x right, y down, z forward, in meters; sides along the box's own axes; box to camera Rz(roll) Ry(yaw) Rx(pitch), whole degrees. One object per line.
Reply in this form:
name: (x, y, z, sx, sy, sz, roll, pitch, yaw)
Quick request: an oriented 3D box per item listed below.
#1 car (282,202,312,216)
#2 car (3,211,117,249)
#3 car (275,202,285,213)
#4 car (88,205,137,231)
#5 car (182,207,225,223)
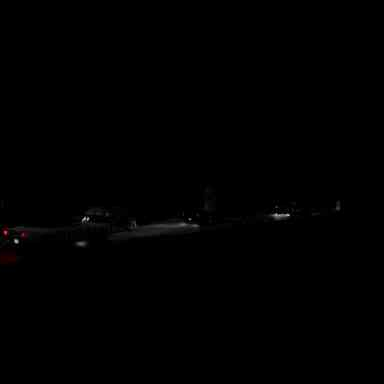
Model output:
car: (14.148, 2.342, 43.749, 2.033, 1.411, 5.357, 0, -1, 36)
car: (-6.140, 1.812, 15.837, 1.895, 1.301, 4.718, 0, -1, 33)
car: (13.647, 2.186, 47.889, 2.097, 1.767, 4.553, 0, -1, 36)
car: (-5.669, 1.630, 20.995, 2.097, 1.767, 4.553, 0, -1, 35)
car: (1.120, 2.078, 30.550, 1.895, 1.301, 4.718, 0, -1, 36)
